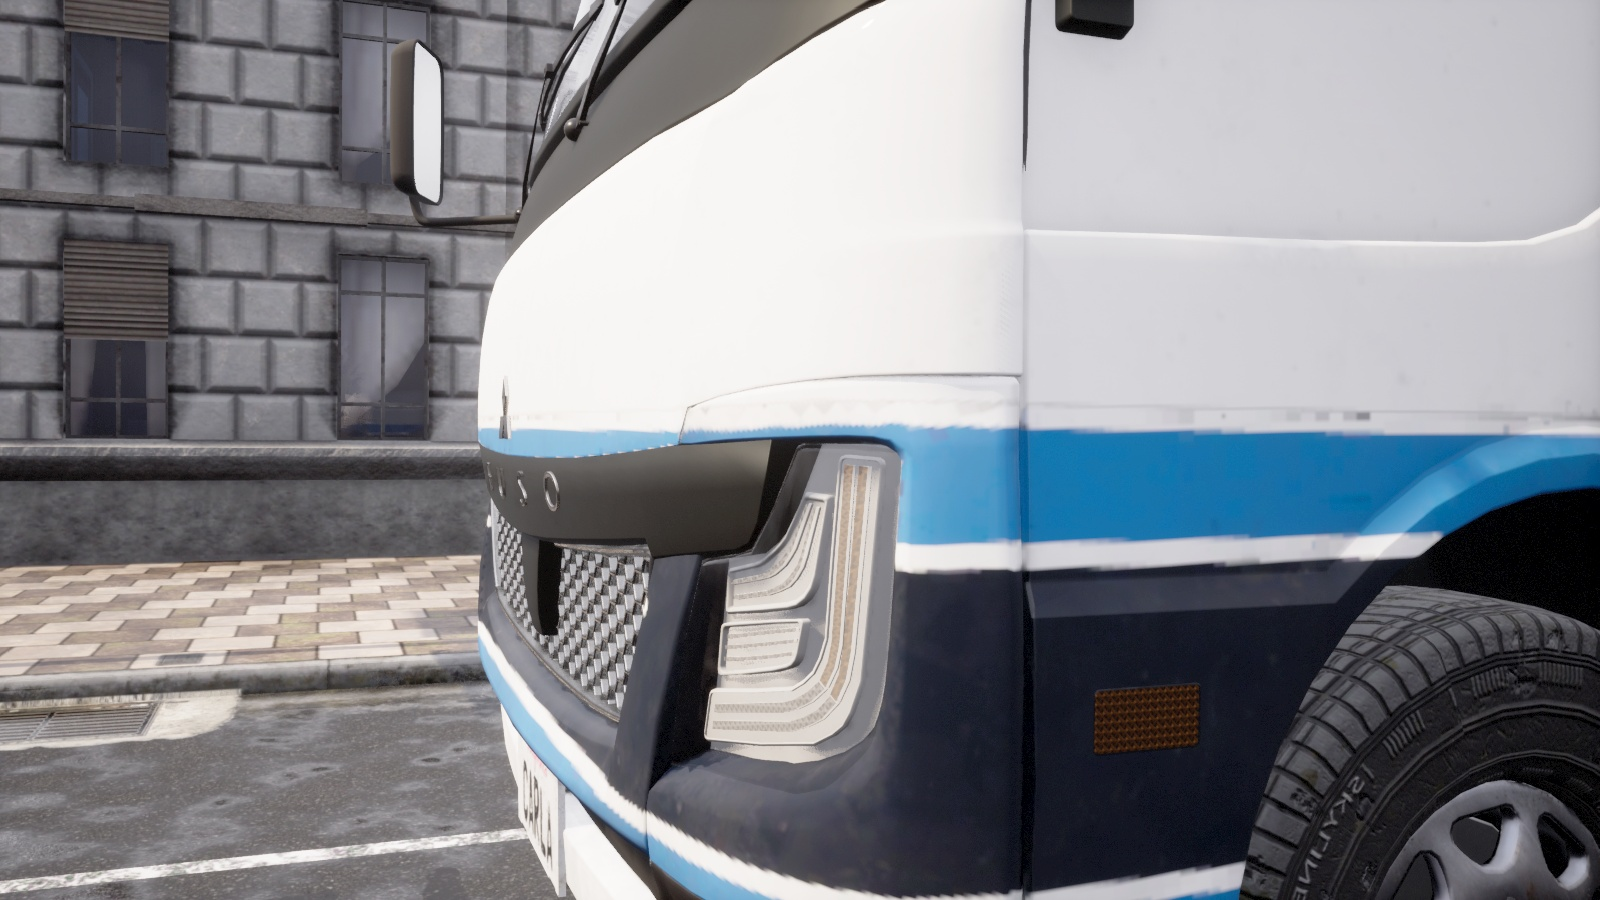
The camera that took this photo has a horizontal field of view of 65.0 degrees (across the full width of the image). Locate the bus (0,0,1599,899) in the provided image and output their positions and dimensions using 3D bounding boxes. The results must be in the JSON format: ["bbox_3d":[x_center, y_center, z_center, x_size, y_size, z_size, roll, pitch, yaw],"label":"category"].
[{"bbox_3d":[3.496,-0.691,4.578,10.273,4.253,3.944,-1,1,-21],"label":"bus"}]
